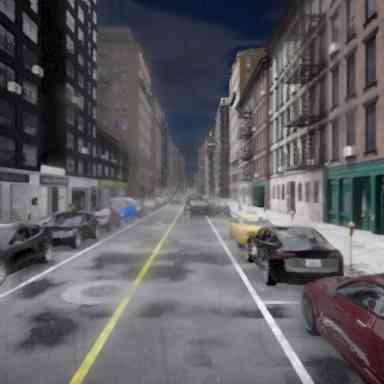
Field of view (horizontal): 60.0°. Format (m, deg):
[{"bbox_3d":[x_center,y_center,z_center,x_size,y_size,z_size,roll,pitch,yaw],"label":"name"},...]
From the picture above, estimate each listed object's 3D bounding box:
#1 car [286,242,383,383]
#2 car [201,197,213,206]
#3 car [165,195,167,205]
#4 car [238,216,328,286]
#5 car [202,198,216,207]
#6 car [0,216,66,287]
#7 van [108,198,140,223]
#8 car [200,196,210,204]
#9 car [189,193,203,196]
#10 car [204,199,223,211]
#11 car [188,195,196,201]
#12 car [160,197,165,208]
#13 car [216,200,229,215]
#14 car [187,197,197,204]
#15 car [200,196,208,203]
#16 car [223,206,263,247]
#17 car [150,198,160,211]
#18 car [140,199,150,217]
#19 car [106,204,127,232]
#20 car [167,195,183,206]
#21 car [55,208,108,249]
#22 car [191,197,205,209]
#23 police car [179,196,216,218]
[{"bbox_3d":[2.637,1.589,3.889,1.802,1.307,4.206,0,0,0],"label":"car"},{"bbox_3d":[2.636,1.652,58.016,1.947,1.339,4.313,0,0,0],"label":"car"},{"bbox_3d":[-5.389,1.604,52.442,1.752,1.417,4.829,0,0,0],"label":"car"},{"bbox_3d":[2.637,1.582,9.302,1.947,1.339,4.313,0,0,0],"label":"car"},{"bbox_3d":[2.636,1.645,52.603,1.947,1.339,4.313,0,0,0],"label":"car"},{"bbox_3d":[-5.388,1.582,9.311,1.947,1.339,4.313,0,0,0],"label":"car"},{"bbox_3d":[-5.389,1.382,25.549,1.690,1.788,3.998,0,0,0],"label":"van"},{"bbox_3d":[2.636,1.621,69.012,1.752,1.417,4.829,0,0,0],"label":"car"},{"bbox_3d":[0.481,1.284,40.551,2.150,2.045,5.566,0,0,2],"label":"car"},{"bbox_3d":[2.636,1.614,41.778,2.008,1.369,4.403,0,0,0],"label":"car"},{"bbox_3d":[-0.002,1.469,81.026,1.812,1.442,4.674,0,0,0],"label":"car"},{"bbox_3d":[-5.389,1.637,47.199,1.947,1.339,4.313,0,0,0],"label":"car"},{"bbox_3d":[2.636,1.599,30.952,2.008,1.369,4.403,0,0,0],"label":"car"},{"bbox_3d":[-0.002,1.644,65.686,2.033,1.411,5.357,0,0,0],"label":"car"},{"bbox_3d":[2.636,1.682,74.254,1.802,1.307,4.206,0,0,0],"label":"car"},{"bbox_3d":[2.637,1.550,14.884,1.752,1.417,4.829,0,0,0],"label":"car"},{"bbox_3d":[-5.389,1.589,41.616,1.752,1.417,4.829,0,0,0],"label":"car"},{"bbox_3d":[-5.389,1.489,30.961,1.967,1.590,4.097,0,0,0],"label":"car"},{"bbox_3d":[-5.388,1.615,20.136,1.802,1.307,4.206,0,0,0],"label":"car"},{"bbox_3d":[-2.799,1.633,57.869,2.033,1.411,5.357,0,0,1],"label":"car"},{"bbox_3d":[-5.388,1.590,14.723,1.947,1.339,4.313,0,0,0],"label":"car"},{"bbox_3d":[0.824,1.548,46.481,1.882,1.535,5.008,0,0,0],"label":"car"},{"bbox_3d":[0.380,1.473,30.466,1.930,1.638,5.238,0,0,-11],"label":"police car"}]
